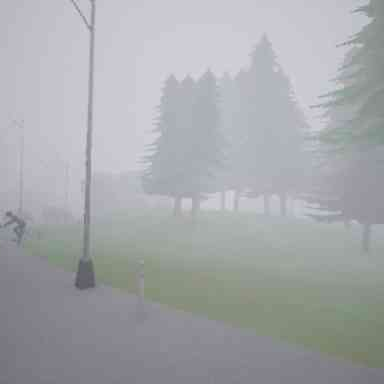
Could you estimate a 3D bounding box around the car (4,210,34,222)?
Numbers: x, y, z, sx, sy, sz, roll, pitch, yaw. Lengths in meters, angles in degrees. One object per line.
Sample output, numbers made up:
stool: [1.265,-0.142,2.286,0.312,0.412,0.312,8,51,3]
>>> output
car: [-20.998,2.894,40.508,1.994,1.385,4.181,2,-4,-1]

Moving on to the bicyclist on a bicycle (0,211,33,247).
bicyclist on a bicycle: [-8.155,1.692,15.156,1.656,1.620,0.582,2,-2,-34]

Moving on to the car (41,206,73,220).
car: [-20.382,3.235,50.418,2.150,2.045,5.566,2,-4,12]
